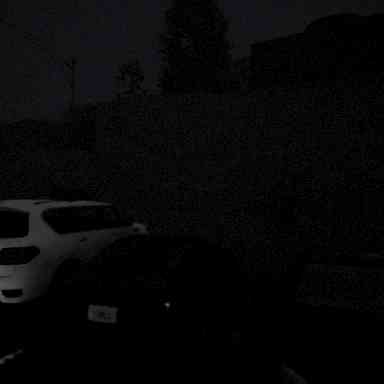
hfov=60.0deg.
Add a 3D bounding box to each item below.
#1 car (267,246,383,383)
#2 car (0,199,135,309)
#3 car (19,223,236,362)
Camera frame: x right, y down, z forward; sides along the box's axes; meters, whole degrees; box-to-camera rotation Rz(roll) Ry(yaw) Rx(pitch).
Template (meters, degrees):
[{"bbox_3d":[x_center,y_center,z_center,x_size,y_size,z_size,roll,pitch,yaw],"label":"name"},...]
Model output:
[{"bbox_3d":[2.029,1.525,4.352,2.002,1.452,4.674,1,0,15],"label":"car"},{"bbox_3d":[-2.860,1.186,7.868,2.435,2.045,5.566,1,0,15],"label":"car"},{"bbox_3d":[-0.421,1.491,6.127,2.163,1.488,4.792,0,0,15],"label":"car"}]
